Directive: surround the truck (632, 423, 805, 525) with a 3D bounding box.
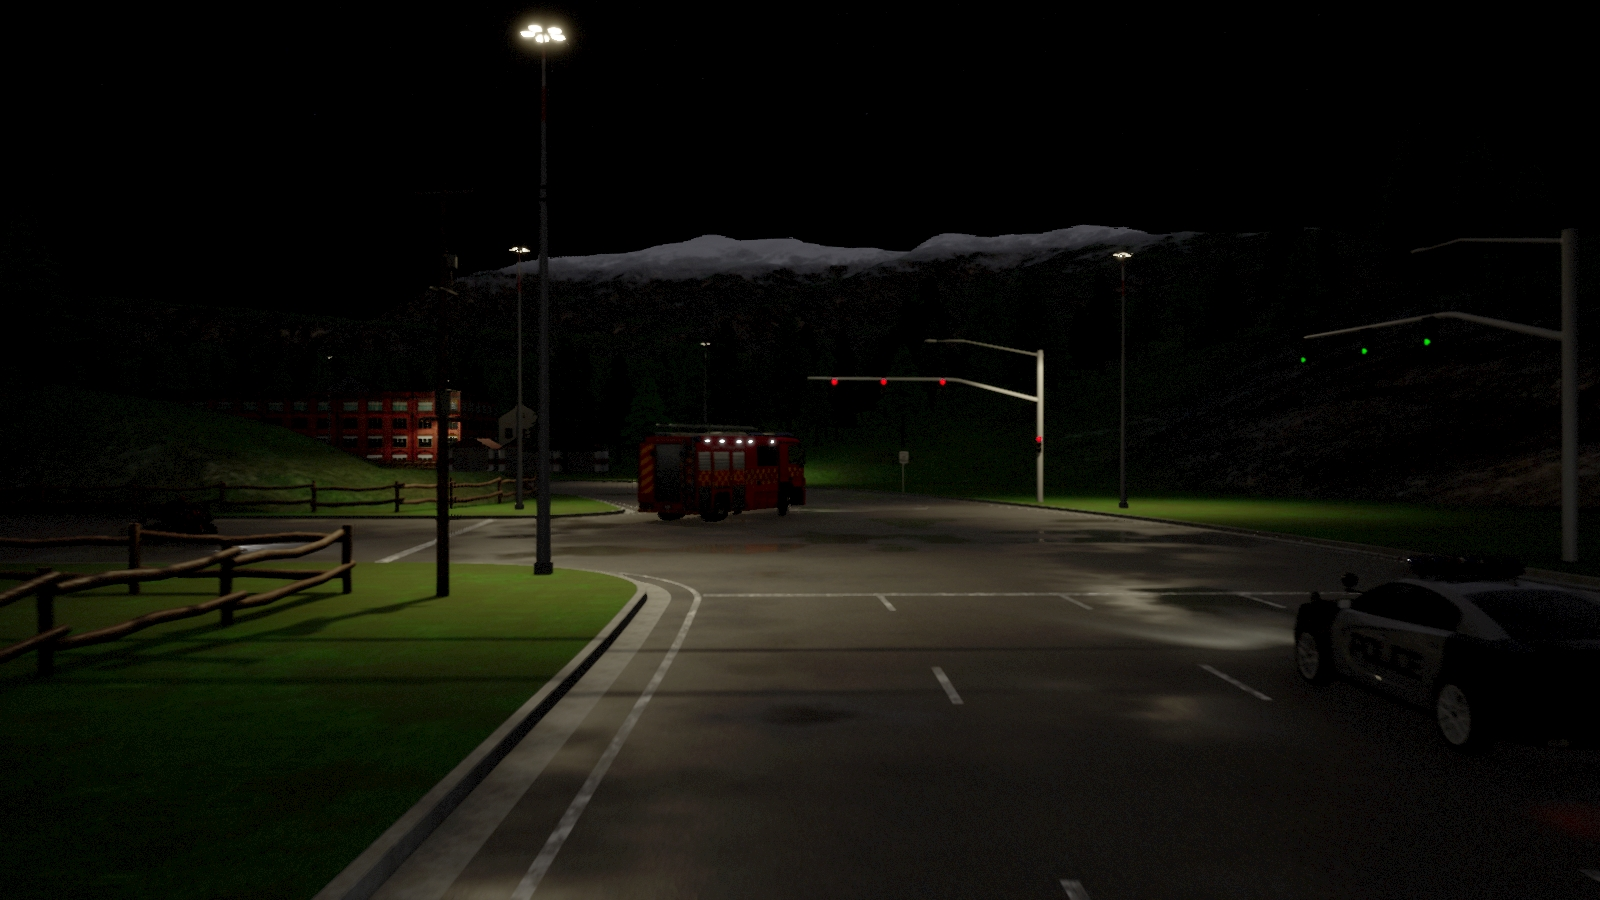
[{"bbox_3d":[-3.168,0.890,47.394,2.891,3.827,8.468,0,0,30],"label":"truck"}]

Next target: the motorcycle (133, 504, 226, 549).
[{"bbox_3d":[-17.989,2.205,33.162,2.209,1.251,0.867,0,0,-1],"label":"motorcycle"}]

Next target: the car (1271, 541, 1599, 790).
[{"bbox_3d":[7.096,1.982,12.038,2.097,1.638,5.238,0,0,0],"label":"car"}]
